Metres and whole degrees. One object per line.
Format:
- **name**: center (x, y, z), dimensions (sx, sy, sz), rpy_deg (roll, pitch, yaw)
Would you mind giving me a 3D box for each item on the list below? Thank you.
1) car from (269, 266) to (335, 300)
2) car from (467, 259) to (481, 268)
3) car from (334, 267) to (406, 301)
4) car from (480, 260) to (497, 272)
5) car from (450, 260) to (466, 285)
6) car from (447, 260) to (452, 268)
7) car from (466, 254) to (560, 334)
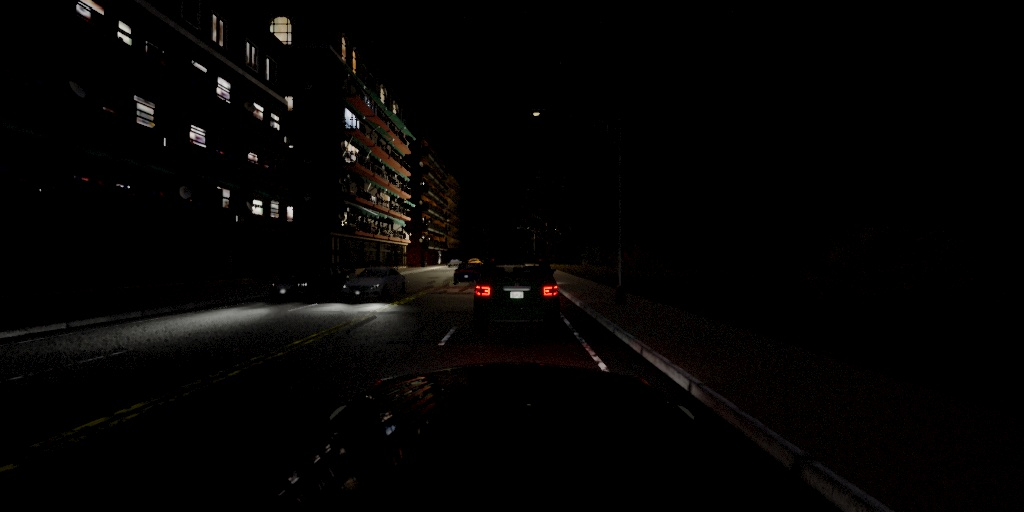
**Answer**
- **car**: center (-9.788, 1.243, 17.777), dimensions (2.128, 1.511, 4.902), rpy_deg (0, 0, 0)
- **car**: center (-6.349, 1.227, 60.605), dimensions (1.882, 1.535, 5.008), rpy_deg (0, 0, 0)
- **car**: center (-6.538, 1.277, 17.516), dimensions (1.812, 1.442, 4.674), rpy_deg (0, 0, 0)
- **car**: center (-2.974, 1.253, 45.975), dimensions (1.837, 1.490, 4.892), rpy_deg (0, -1, 0)
- **car**: center (-3.054, 1.230, 26.541), dimensions (1.882, 1.535, 5.008), rpy_deg (0, 0, 0)
- **car**: center (-9.599, 1.297, 60.591), dimensions (2.033, 1.411, 5.357), rpy_deg (0, 0, 1)
- **car**: center (0.129, 0.973, 10.800), dimensions (2.150, 2.045, 5.566), rpy_deg (0, 0, 0)
